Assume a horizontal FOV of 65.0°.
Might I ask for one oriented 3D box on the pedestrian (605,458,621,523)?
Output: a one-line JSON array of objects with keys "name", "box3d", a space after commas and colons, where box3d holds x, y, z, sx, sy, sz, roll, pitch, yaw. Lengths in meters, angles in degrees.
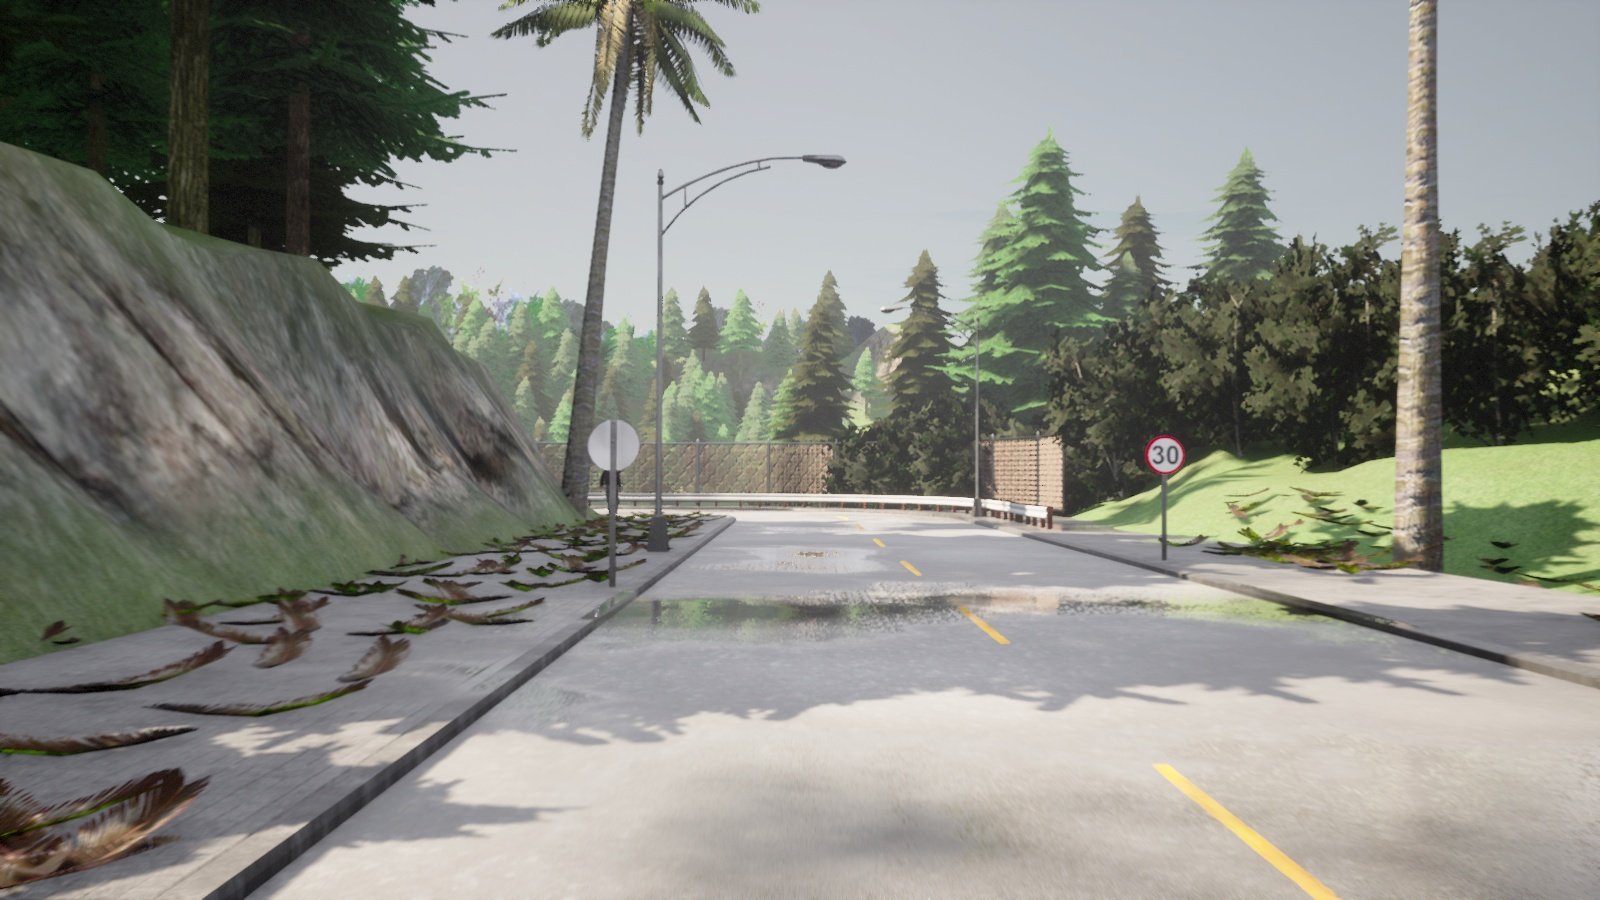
[{"name": "pedestrian", "box3d": [-5.432, 1.173, 36.493, 0.376, 1.854, 0.720, 0, -1, 0]}]
